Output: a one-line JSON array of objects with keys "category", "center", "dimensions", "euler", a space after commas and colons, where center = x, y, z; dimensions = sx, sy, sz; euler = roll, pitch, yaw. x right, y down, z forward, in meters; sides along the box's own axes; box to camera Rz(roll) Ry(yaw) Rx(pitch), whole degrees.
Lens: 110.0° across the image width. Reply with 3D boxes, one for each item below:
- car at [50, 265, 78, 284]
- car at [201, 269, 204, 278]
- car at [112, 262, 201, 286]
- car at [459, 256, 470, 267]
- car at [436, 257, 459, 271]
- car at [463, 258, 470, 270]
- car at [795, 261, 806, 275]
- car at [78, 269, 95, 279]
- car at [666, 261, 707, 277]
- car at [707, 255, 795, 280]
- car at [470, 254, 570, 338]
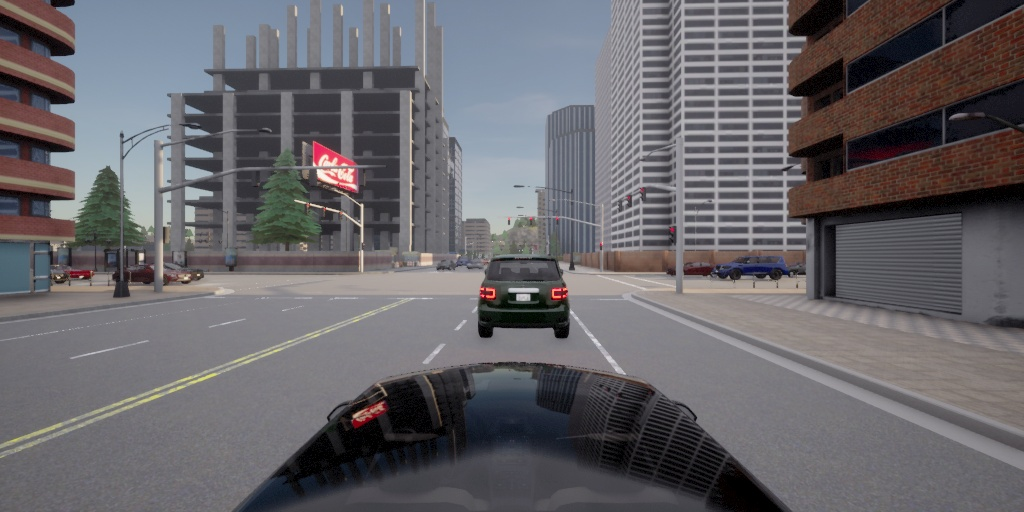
[{"category": "car", "center": [-34.010, 1.255, 25.046], "dimensions": [4.892, 1.490, 1.837], "euler": [0, 0, 2]}, {"category": "car", "center": [-27.207, 1.228, 28.327], "dimensions": [5.008, 1.535, 1.882], "euler": [0, 0, 2]}, {"category": "car", "center": [-24.764, 1.276, 24.746], "dimensions": [4.674, 1.442, 1.812], "euler": [0, 0, 2]}, {"category": "car", "center": [-8.342, 0.967, 62.192], "dimensions": [2.150, 2.045, 5.566], "euler": [0, 1, 2]}, {"category": "car", "center": [-8.886, 1.253, 48.531], "dimensions": [1.837, 1.490, 4.892], "euler": [0, 0, 2]}, {"category": "car", "center": [-5.272, 1.351, 51.444], "dimensions": [1.895, 1.301, 4.718], "euler": [0, 0, 2]}, {"category": "car", "center": [27.236, 1.241, 33.751], "dimensions": [4.902, 1.511, 2.128], "euler": [0, 0, 2]}, {"category": "car", "center": [-36.499, 1.351, 28.630], "dimensions": [4.718, 1.301, 1.895], "euler": [0, 0, 2]}, {"category": "car", "center": [17.306, 1.228, 34.083], "dimensions": [5.008, 1.535, 1.882], "euler": [0, 0, 2]}, {"category": "car", "center": [20.222, 0.971, 30.490], "dimensions": [5.566, 2.045, 2.150], "euler": [0, 0, 2]}, {"category": "car", "center": [0.338, 0.971, 10.294], "dimensions": [2.150, 2.045, 5.566], "euler": [0, 0, 2]}]
